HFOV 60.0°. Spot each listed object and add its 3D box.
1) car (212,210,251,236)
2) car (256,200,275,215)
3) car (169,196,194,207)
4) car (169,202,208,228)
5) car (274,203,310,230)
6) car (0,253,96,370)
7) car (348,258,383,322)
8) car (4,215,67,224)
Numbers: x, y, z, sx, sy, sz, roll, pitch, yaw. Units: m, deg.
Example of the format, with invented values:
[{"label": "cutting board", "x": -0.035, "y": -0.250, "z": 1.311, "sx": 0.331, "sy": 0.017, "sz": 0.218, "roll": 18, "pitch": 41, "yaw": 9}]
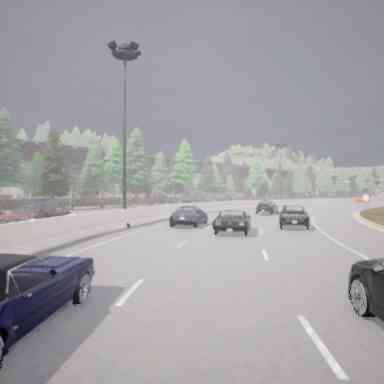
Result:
[{"label": "car", "x": 2.433, "y": 1.692, "z": 19.371, "sx": 1.895, "sy": 1.301, "sz": 4.718, "roll": 0, "pitch": 0, "yaw": 12}, {"label": "car", "x": 8.474, "y": 1.699, "z": 37.209, "sx": 1.837, "sy": 1.490, "sz": 4.892, "roll": 0, "pitch": 0, "yaw": 24}, {"label": "car", "x": -1.726, "y": 1.571, "z": 55.734, "sx": 2.097, "sy": 1.767, "sz": 4.553, "roll": 0, "pitch": 0, "yaw": 31}, {"label": "car", "x": -0.158, "y": 1.658, "z": 23.270, "sx": 1.994, "sy": 1.385, "sz": 4.181, "roll": 0, "pitch": 0, "yaw": 14}, {"label": "car", "x": 6.834, "y": 1.617, "z": 22.458, "sx": 2.128, "sy": 1.511, "sz": 4.902, "roll": 0, "pitch": 0, "yaw": 15}, {"label": "car", "x": -3.131, "y": 1.607, "z": 5.200, "sx": 1.895, "sy": 1.301, "sz": 4.718, "roll": 0, "pitch": 0, "yaw": 3}, {"label": "car", "x": 3.868, "y": 1.530, "z": 4.563, "sx": 2.128, "sy": 1.511, "sz": 4.902, "roll": 0, "pitch": 0, "yaw": 3}, {"label": "car", "x": -8.633, "y": 1.384, "z": 18.285, "sx": 2.097, "sy": 1.767, "sz": 4.553, "roll": 0, "pitch": 0, "yaw": 11}]
